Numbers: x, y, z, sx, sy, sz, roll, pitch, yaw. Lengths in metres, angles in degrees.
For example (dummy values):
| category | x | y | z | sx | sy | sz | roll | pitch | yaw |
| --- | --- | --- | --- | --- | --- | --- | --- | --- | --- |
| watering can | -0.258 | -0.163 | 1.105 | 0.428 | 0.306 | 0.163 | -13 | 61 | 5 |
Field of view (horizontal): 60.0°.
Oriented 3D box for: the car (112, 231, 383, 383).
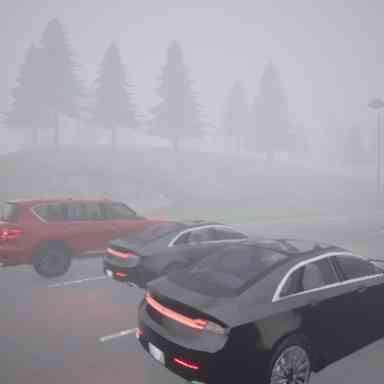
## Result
| category | x | y | z | sx | sy | sz | roll | pitch | yaw |
| --- | --- | --- | --- | --- | --- | --- | --- | --- | --- |
| car | 1.606 | 1.456 | 4.887 | 4.902 | 1.511 | 2.128 | 0 | 0 | -35 |

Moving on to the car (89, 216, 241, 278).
| category | x | y | z | sx | sy | sz | roll | pitch | yaw |
| --- | --- | --- | --- | --- | --- | --- | --- | --- | --- |
| car | 0.286 | 1.449 | 8.244 | 4.902 | 1.511 | 2.128 | 0 | 0 | -35 |

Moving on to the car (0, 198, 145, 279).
| category | x | y | z | sx | sy | sz | roll | pitch | yaw |
| --- | --- | --- | --- | --- | --- | --- | --- | --- | --- |
| car | -2.921 | 1.190 | 10.257 | 5.566 | 2.045 | 2.150 | 0 | 0 | -35 |
